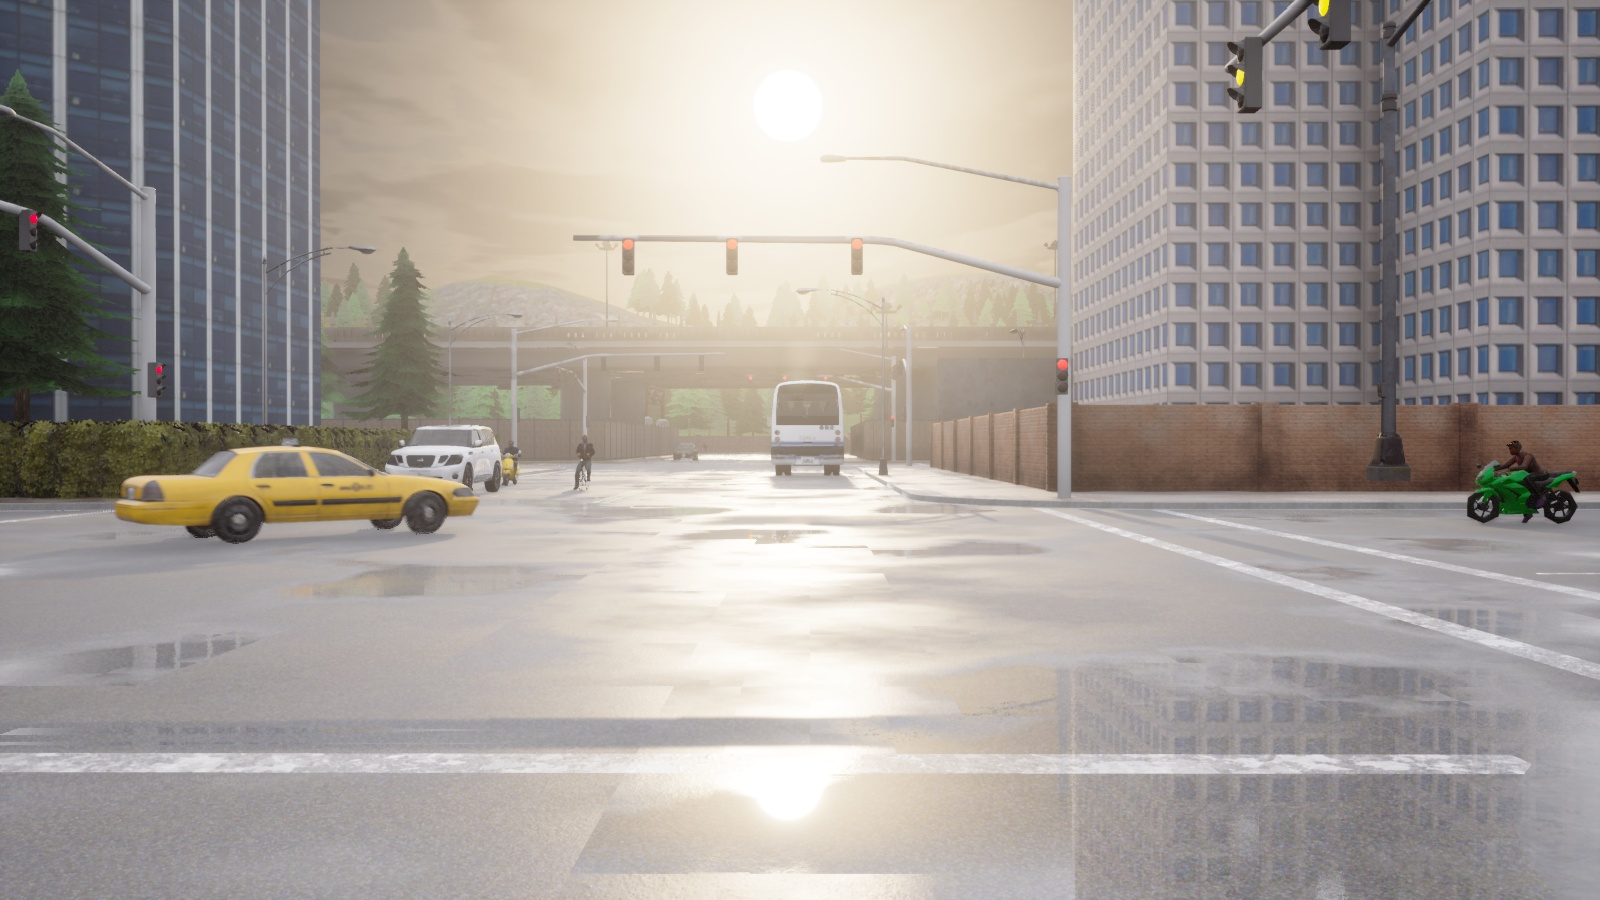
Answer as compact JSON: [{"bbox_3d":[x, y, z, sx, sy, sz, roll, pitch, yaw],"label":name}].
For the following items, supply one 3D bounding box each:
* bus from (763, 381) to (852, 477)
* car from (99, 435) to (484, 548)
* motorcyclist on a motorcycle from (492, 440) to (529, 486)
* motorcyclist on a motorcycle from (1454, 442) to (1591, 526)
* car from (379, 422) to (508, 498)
[{"bbox_3d":[0.368,-0.972,60.677,3.944,4.253,10.273,0,0,0],"label":"bus"},{"bbox_3d":[-7.915,0.566,19.959,5.366,1.575,1.801,0,0,-41],"label":"car"},{"bbox_3d":[-10.227,0.441,44.414,0.866,1.590,1.817,0,0,0],"label":"motorcyclist on a motorcycle"},{"bbox_3d":[13.195,0.610,22.974,2.044,1.523,0.797,0,0,1],"label":"motorcyclist on a motorcycle"},{"bbox_3d":[-10.274,0.250,36.693,2.150,2.045,5.566,0,0,0],"label":"car"}]
